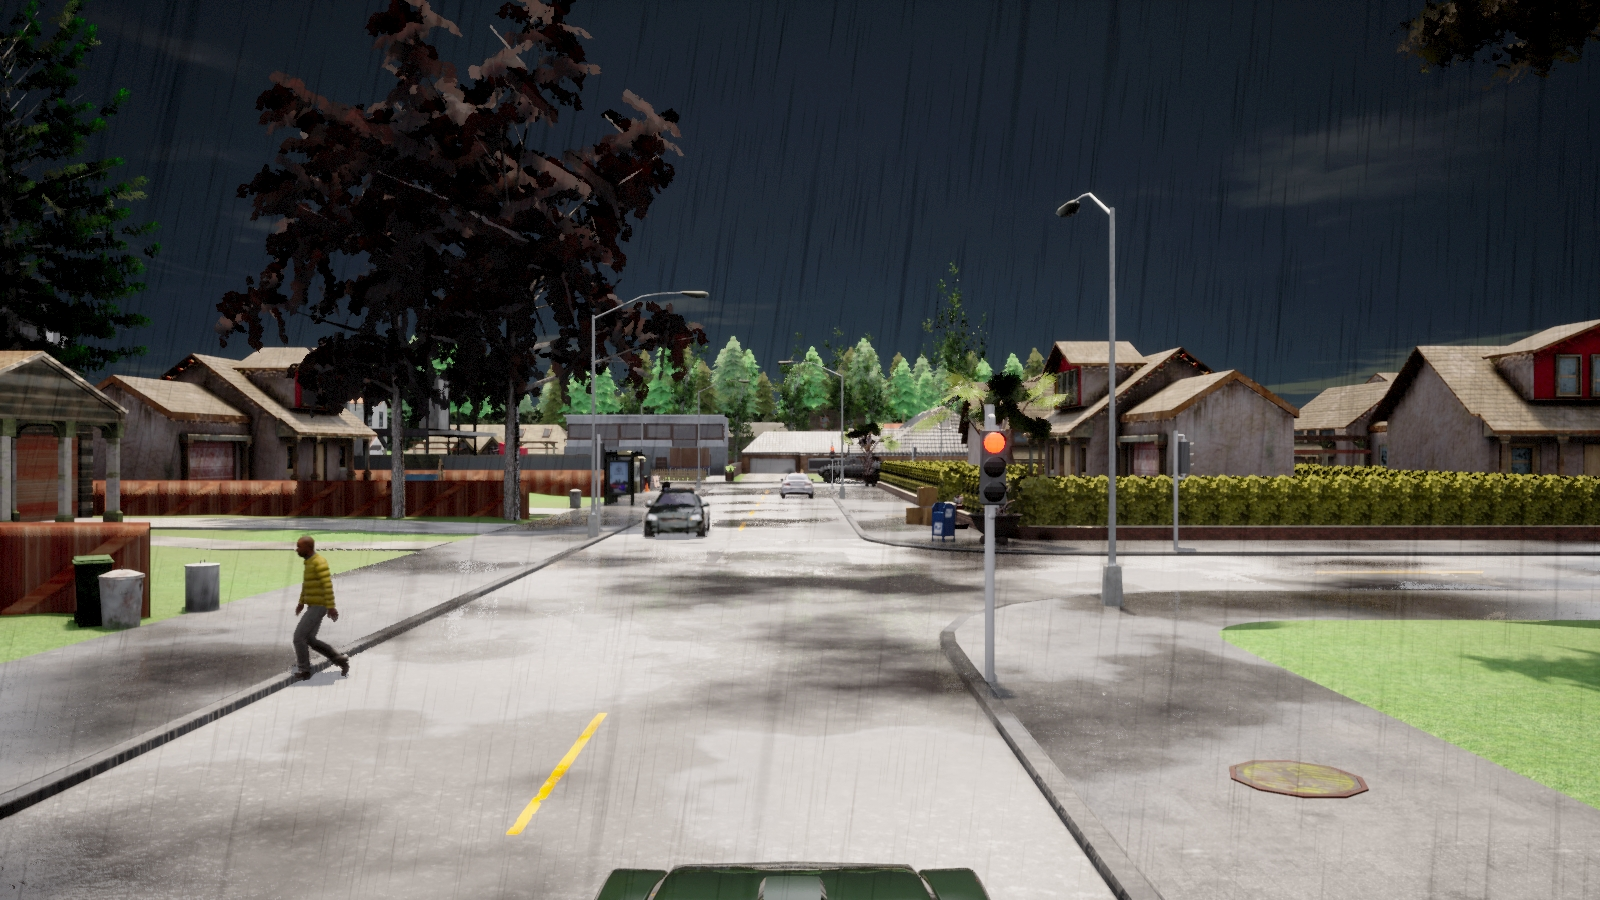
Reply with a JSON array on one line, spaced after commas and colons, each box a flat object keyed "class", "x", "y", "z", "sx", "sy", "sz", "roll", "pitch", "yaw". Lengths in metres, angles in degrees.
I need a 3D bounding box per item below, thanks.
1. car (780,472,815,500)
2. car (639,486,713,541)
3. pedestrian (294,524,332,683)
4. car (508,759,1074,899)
[{"class": "car", "x": -0.164, "y": 2.081, "z": 66.907, "sx": 2.002, "sy": 1.442, "sz": 4.674, "roll": 0, "pitch": 0, "yaw": 0}, {"class": "car", "x": -4.003, "y": 2.037, "z": 37.644, "sx": 2.038, "sy": 1.542, "sz": 4.974, "roll": 0, "pitch": 0, "yaw": -2}, {"class": "pedestrian", "x": -5.908, "y": 1.849, "z": 13.867, "sx": 0.375, "sy": 1.860, "sz": 0.375, "roll": 0, "pitch": 0, "yaw": -31}, {"class": "car", "x": -0.028, "y": 2.155, "z": 3.193, "sx": 1.895, "sy": 1.301, "sz": 4.718, "roll": 0, "pitch": 0, "yaw": 0}]
